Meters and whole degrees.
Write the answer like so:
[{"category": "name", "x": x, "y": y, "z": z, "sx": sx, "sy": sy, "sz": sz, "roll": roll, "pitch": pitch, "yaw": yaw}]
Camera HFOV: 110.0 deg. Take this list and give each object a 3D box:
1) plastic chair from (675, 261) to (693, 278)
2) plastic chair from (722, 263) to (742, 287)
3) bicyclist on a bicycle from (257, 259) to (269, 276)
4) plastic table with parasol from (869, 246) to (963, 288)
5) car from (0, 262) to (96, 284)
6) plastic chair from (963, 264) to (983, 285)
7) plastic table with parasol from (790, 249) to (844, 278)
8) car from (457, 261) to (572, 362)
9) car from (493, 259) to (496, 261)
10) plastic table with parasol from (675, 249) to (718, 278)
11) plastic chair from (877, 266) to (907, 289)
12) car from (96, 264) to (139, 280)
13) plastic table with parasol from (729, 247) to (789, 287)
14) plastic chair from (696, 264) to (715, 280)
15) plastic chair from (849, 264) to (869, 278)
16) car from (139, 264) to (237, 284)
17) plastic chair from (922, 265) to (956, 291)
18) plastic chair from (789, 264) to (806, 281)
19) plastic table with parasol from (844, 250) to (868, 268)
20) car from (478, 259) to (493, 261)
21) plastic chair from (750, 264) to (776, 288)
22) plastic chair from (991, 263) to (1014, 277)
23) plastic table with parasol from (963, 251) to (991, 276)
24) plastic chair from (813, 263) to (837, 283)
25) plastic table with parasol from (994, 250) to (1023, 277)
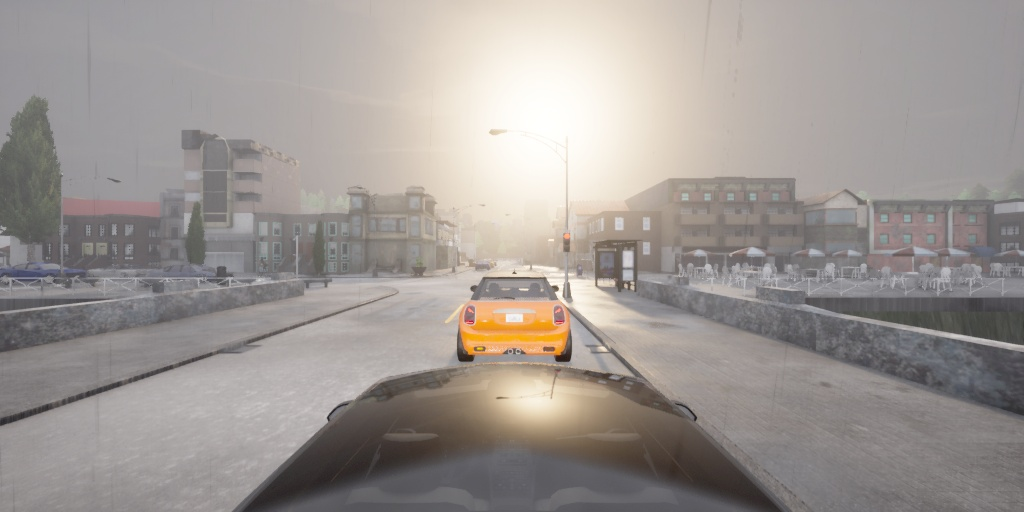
[{"category": "plastic chair", "x": 14.704, "y": 1.279, "z": 30.633, "sx": 0.730, "sy": 1.272, "sz": 0.750, "roll": 0, "pitch": 0, "yaw": 0}, {"category": "plastic chair", "x": 13.902, "y": 1.279, "z": 22.833, "sx": 0.730, "sy": 1.272, "sz": 0.750, "roll": 0, "pitch": 0, "yaw": 0}, {"category": "bicyclist on a bicycle", "x": -24.014, "y": 1.099, "z": 34.583, "sx": 0.582, "sy": 1.620, "sz": 1.656, "roll": 0, "pitch": 0, "yaw": 0}, {"category": "plastic table with parasol", "x": 23.802, "y": 0.675, "z": 21.281, "sx": 2.482, "sy": 2.480, "sz": 2.482, "roll": 0, "pitch": 0, "yaw": 0}, {"category": "car", "x": -34.159, "y": 1.228, "z": 26.194, "sx": 5.008, "sy": 1.535, "sz": 1.882, "roll": 0, "pitch": 0, "yaw": 0}, {"category": "plastic chair", "x": 30.502, "y": 1.279, "z": 23.829, "sx": 0.750, "sy": 1.272, "sz": 0.730, "roll": 0, "pitch": 0, "yaw": 0}, {"category": "plastic table with parasol", "x": 22.903, "y": 0.675, "z": 27.481, "sx": 2.482, "sy": 2.480, "sz": 2.482, "roll": 0, "pitch": 0, "yaw": 0}, {"category": "car", "x": 0.061, "y": 1.102, "z": 8.375, "sx": 2.097, "sy": 1.767, "sz": 4.553, "roll": 0, "pitch": 0, "yaw": 1}, {"category": "car", "x": -4.071, "y": 1.228, "z": 60.704, "sx": 1.882, "sy": 1.535, "sz": 5.008, "roll": 0, "pitch": 0, "yaw": 0}, {"category": "plastic table with parasol", "x": 15.924, "y": 0.675, "z": 30.513, "sx": 2.482, "sy": 2.480, "sz": 2.482, "roll": 0, "pitch": 0, "yaw": 0}, {"category": "plastic chair", "x": 22.602, "y": 1.279, "z": 21.331, "sx": 0.730, "sy": 1.272, "sz": 0.750, "roll": 0, "pitch": 0, "yaw": 0}, {"category": "car", "x": -33.239, "y": 1.351, "z": 30.382, "sx": 4.718, "sy": 1.301, "sz": 1.895, "roll": 0, "pitch": 0, "yaw": 0}, {"category": "plastic table with parasol", "x": 15.172, "y": 0.675, "z": 22.693, "sx": 2.482, "sy": 2.480, "sz": 2.482, "roll": 0, "pitch": 0, "yaw": 0}, {"category": "plastic chair", "x": 15.804, "y": 1.279, "z": 29.233, "sx": 0.750, "sy": 1.272, "sz": 0.730, "roll": 0, "pitch": 0, "yaw": 0}, {"category": "plastic chair", "x": 29.904, "y": 1.279, "z": 30.829, "sx": 0.750, "sy": 1.272, "sz": 0.730, "roll": 0, "pitch": 0, "yaw": 0}, {"category": "car", "x": -23.356, "y": 1.298, "z": 26.183, "sx": 5.357, "sy": 1.411, "sz": 2.033, "roll": 0, "pitch": 0, "yaw": 0}, {"category": "plastic chair", "x": 23.701, "y": 1.279, "z": 19.931, "sx": 0.750, "sy": 1.272, "sz": 0.730, "roll": 0, "pitch": 0, "yaw": 0}, {"category": "plastic chair", "x": 21.703, "y": 1.279, "z": 27.531, "sx": 0.730, "sy": 1.272, "sz": 0.750, "roll": 0, "pitch": 0, "yaw": 0}, {"category": "plastic table with parasol", "x": 30.234, "y": 0.675, "z": 32.199, "sx": 2.482, "sy": 2.480, "sz": 2.482, "roll": 0, "pitch": 0, "yaw": 0}, {"category": "car", "x": -4.091, "y": 1.228, "z": 51.054, "sx": 1.882, "sy": 1.535, "sz": 5.008, "roll": 0, "pitch": 0, "yaw": 0}, {"category": "plastic chair", "x": 15.002, "y": 1.279, "z": 21.433, "sx": 0.750, "sy": 1.272, "sz": 0.730, "roll": 0, "pitch": 0, "yaw": 0}, {"category": "plastic chair", "x": 45.505, "y": 1.279, "z": 33.325, "sx": 0.730, "sy": 1.272, "sz": 0.750, "roll": 0, "pitch": 0, "yaw": 0}, {"category": "plastic table with parasol", "x": 30.513, "y": 0.675, "z": 25.109, "sx": 2.482, "sy": 2.480, "sz": 2.482, "roll": 0, "pitch": 0, "yaw": 0}, {"category": "plastic chair", "x": 22.803, "y": 1.279, "z": 26.131, "sx": 0.750, "sy": 1.272, "sz": 0.730, "roll": 0, "pitch": 0, "yaw": 0}, {"category": "plastic table with parasol", "x": 46.705, "y": 0.675, "z": 33.205, "sx": 2.482, "sy": 2.480, "sz": 2.482, "roll": 0, "pitch": 0, "yaw": 0}]
